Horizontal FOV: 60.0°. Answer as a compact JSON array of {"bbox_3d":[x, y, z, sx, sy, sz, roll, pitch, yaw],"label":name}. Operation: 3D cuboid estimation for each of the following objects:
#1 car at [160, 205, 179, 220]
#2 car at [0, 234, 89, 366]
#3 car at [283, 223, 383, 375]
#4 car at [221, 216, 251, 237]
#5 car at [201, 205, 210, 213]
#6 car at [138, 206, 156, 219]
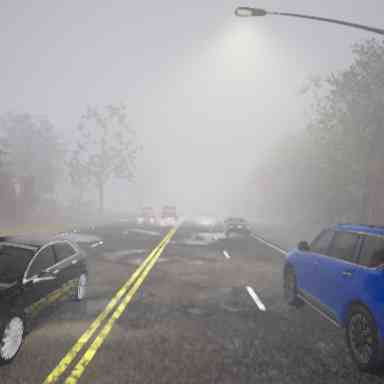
[{"bbox_3d":[-3.089,2.841,46.713,2.150,2.045,5.566,3,-2,1],"label":"car"},{"bbox_3d":[-3.322,1.603,6.021,1.837,1.490,4.892,3,-2,0],"label":"car"},{"bbox_3d":[3.433,1.622,6.235,2.150,2.045,5.566,3,-3,0],"label":"car"},{"bbox_3d":[3.471,2.690,26.682,2.033,1.411,5.357,5,-2,0],"label":"car"},{"bbox_3d":[4.084,5.275,94.083,1.994,1.385,4.181,3,-3,1],"label":"car"},{"bbox_3d":[-6.346,2.846,47.800,2.097,1.767,4.553,3,-2,1],"label":"car"}]
